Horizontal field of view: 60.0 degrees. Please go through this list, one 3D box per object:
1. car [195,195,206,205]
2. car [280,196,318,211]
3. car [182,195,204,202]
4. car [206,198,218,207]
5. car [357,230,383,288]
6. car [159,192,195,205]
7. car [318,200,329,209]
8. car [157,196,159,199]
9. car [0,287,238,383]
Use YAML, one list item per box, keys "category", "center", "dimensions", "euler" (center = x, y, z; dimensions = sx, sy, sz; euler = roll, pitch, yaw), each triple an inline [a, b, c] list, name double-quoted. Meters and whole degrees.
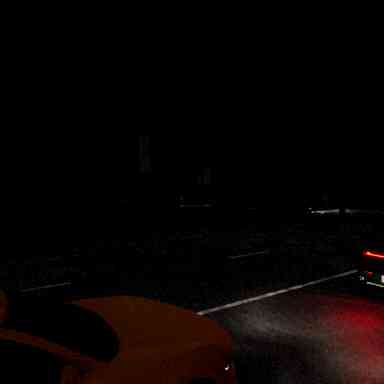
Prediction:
- category: "car"
  center: [1.409, 1.366, 53.890]
  dimensions: [1.895, 1.301, 4.718]
  euler: [-1, 0, -39]
- category: "car"
  center: [10.685, 1.334, 36.782]
  dimensions: [2.033, 1.411, 5.357]
  euler: [-1, 0, -39]
- category: "car"
  center: [0.104, 1.309, 66.988]
  dimensions: [1.895, 1.301, 4.718]
  euler: [-1, 0, -39]
- category: "car"
  center: [4.536, 1.269, 44.417]
  dimensions: [1.882, 1.535, 5.008]
  euler: [-1, 0, -39]
- category: "car"
  center: [5.848, 1.468, 7.937]
  dimensions: [4.892, 1.490, 1.837]
  euler: [0, 0, -36]
- category: "car"
  center: [-2.460, 1.019, 53.117]
  dimensions: [2.150, 2.045, 5.566]
  euler: [-1, 0, -38]
- category: "car"
  center: [13.499, 1.261, 38.868]
  dimensions: [1.837, 1.490, 4.892]
  euler: [-1, 0, -39]
- category: "car"
  center: [-6.245, 1.239, 74.766]
  dimensions: [2.128, 1.511, 4.902]
  euler: [-1, 0, -38]
- category: "car"
  center: [-1.857, 1.478, 2.404]
  dimensions: [5.008, 1.535, 1.882]
  euler: [0, 0, -36]
